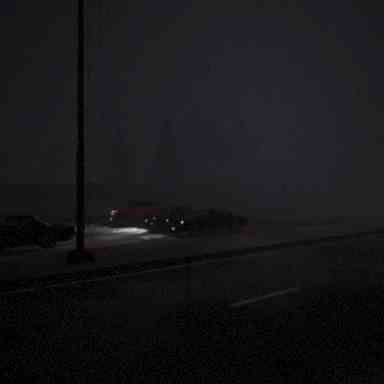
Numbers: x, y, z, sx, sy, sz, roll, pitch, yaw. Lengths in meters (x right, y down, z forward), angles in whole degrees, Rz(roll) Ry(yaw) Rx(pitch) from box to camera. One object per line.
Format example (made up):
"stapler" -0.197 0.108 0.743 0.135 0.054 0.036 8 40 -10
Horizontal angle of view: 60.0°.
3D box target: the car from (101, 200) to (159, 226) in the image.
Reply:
"car" -4.092 1.361 23.689 4.553 1.767 2.097 0 0 -35

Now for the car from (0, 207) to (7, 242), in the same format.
"car" -11.021 1.492 14.550 4.902 1.511 2.128 0 0 -35

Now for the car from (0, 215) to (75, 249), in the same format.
"car" -7.223 1.603 12.959 4.718 1.301 1.895 0 0 -35

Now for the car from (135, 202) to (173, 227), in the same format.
"car" -1.178 1.573 21.452 4.181 1.385 1.994 0 0 -35

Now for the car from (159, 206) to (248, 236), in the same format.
"car" 0.835 1.609 18.589 4.718 1.301 1.895 0 0 -35
